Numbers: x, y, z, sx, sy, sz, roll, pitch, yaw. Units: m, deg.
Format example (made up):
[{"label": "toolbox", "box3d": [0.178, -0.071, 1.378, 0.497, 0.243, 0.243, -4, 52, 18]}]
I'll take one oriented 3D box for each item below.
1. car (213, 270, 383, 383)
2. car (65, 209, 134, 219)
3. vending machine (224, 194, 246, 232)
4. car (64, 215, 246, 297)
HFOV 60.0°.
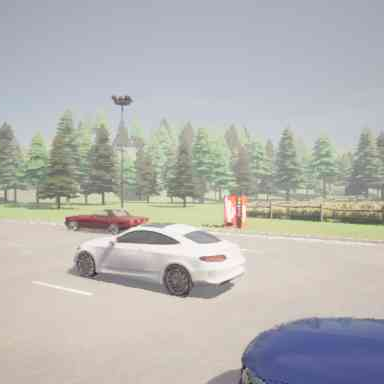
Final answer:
[{"label": "car", "box3d": [2.538, 1.526, 2.078, 4.674, 1.442, 1.812, 0, 0, 35]}, {"label": "car", "box3d": [-4.863, 1.601, 18.653, 4.718, 1.301, 1.895, 0, 0, 26]}, {"label": "vending machine", "box3d": [2.522, 1.195, 19.369, 0.880, 2.100, 1.100, 0, 0, 30]}, {"label": "car", "box3d": [-0.948, 1.526, 8.514, 4.674, 1.442, 1.812, 0, 0, 32]}]
